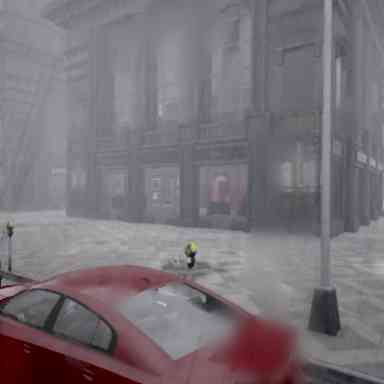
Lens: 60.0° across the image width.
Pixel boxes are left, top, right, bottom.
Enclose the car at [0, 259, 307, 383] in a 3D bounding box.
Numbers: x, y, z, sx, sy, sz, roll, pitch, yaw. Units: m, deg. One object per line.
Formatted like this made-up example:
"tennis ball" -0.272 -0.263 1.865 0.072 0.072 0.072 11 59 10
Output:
"car" -1.086 1.523 3.736 4.507 1.381 1.887 1 1 36
